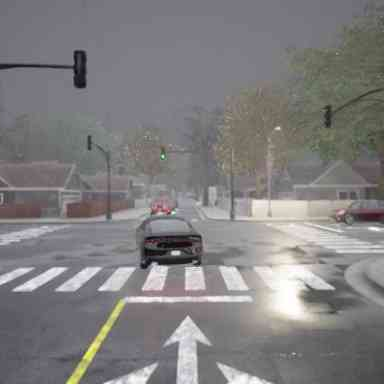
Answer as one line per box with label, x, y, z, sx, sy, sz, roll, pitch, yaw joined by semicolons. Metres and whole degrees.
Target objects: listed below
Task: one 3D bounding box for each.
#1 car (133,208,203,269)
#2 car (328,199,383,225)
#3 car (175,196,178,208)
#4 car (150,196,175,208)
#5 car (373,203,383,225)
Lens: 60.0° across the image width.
car;-1.003;1.578;11.793;1.882;1.535;5.008;0;0;-13
car;12.398;1.414;24.214;4.553;1.767;2.097;-1;0;0
car;-3.478;1.784;47.505;2.097;1.767;4.553;0;-1;0
car;-3.404;1.562;37.597;2.150;2.045;5.566;0;-1;-1
car;14.206;1.584;20.972;4.181;1.385;1.994;-1;0;0
